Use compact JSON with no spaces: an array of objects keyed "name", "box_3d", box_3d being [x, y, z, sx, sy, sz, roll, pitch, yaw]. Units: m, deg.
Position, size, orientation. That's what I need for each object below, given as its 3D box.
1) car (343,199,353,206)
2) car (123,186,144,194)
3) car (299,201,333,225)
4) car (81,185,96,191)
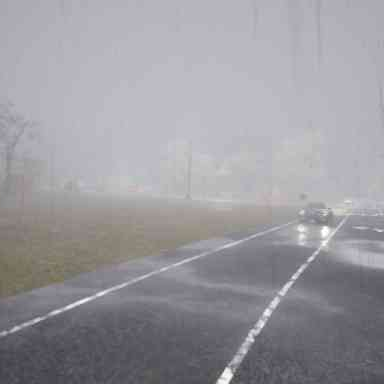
[{"name":"car","box_3d":[35.027,2.259,74.648,1.812,1.442,4.674,1,0,27]},{"name":"car","box_3d":[-13.056,-0.481,74.045,4.553,1.767,2.097,3,1,27]},{"name":"car","box_3d":[9.824,1.553,26.228,2.097,1.767,4.553,1,0,28]},{"name":"car","box_3d":[-24.916,-1.042,80.212,5.008,1.535,1.882,3,1,27]}]
